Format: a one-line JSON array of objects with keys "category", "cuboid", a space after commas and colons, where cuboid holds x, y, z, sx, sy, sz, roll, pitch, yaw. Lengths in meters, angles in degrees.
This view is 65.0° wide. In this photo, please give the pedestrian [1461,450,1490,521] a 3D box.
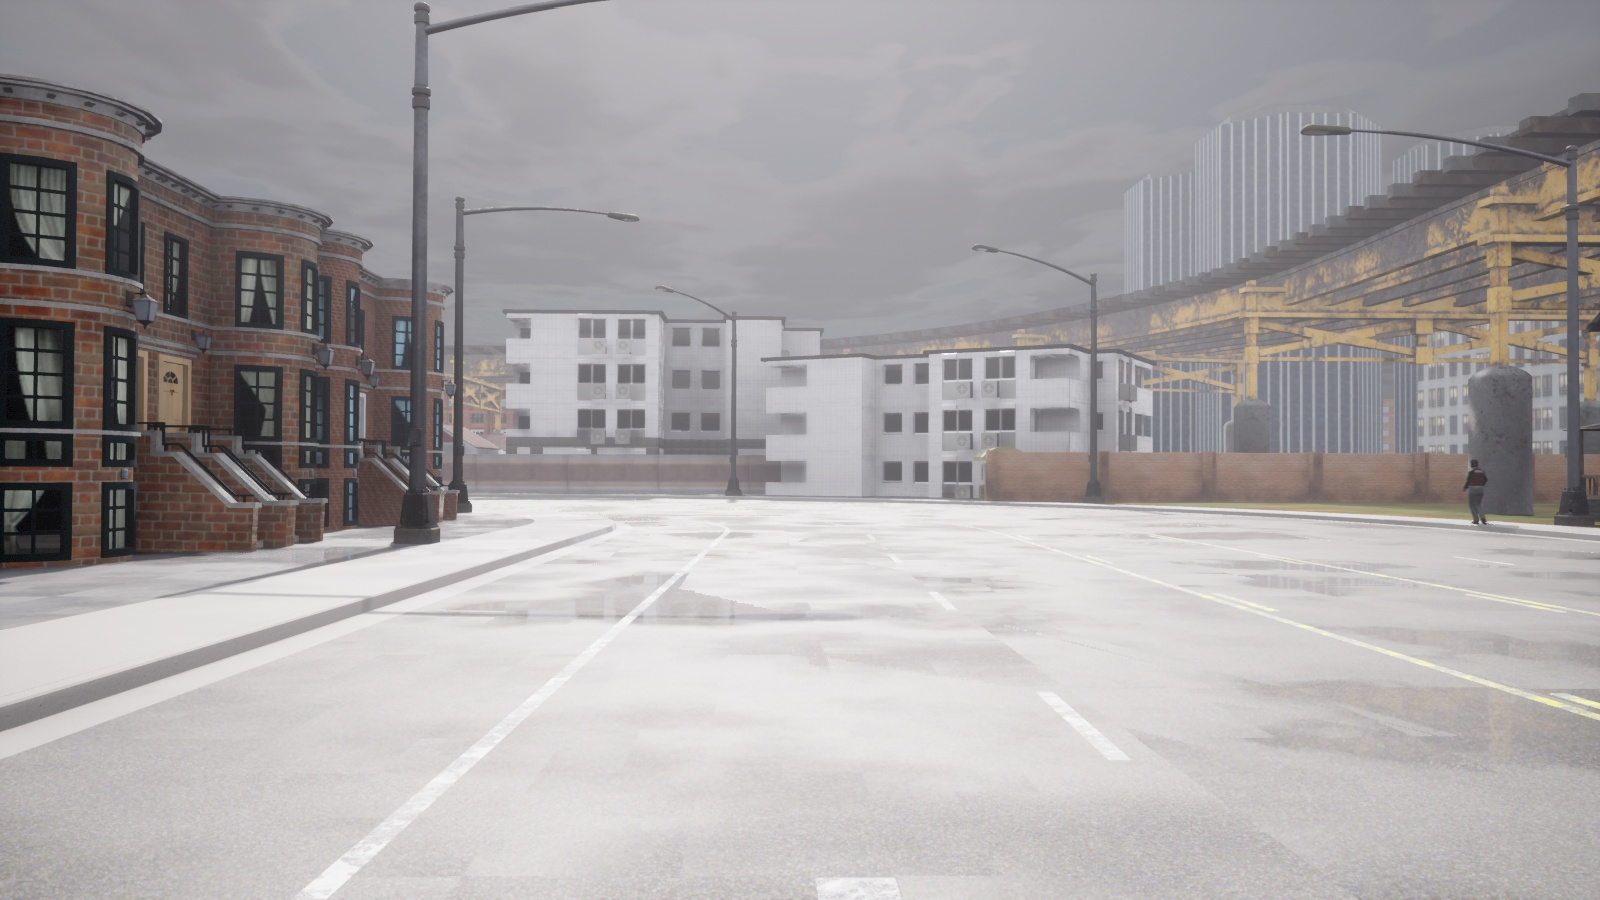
[{"category": "pedestrian", "cuboid": [18.636, 0.975, 34.643, 0.402, 1.930, 0.666, 0, -1, -3]}]
